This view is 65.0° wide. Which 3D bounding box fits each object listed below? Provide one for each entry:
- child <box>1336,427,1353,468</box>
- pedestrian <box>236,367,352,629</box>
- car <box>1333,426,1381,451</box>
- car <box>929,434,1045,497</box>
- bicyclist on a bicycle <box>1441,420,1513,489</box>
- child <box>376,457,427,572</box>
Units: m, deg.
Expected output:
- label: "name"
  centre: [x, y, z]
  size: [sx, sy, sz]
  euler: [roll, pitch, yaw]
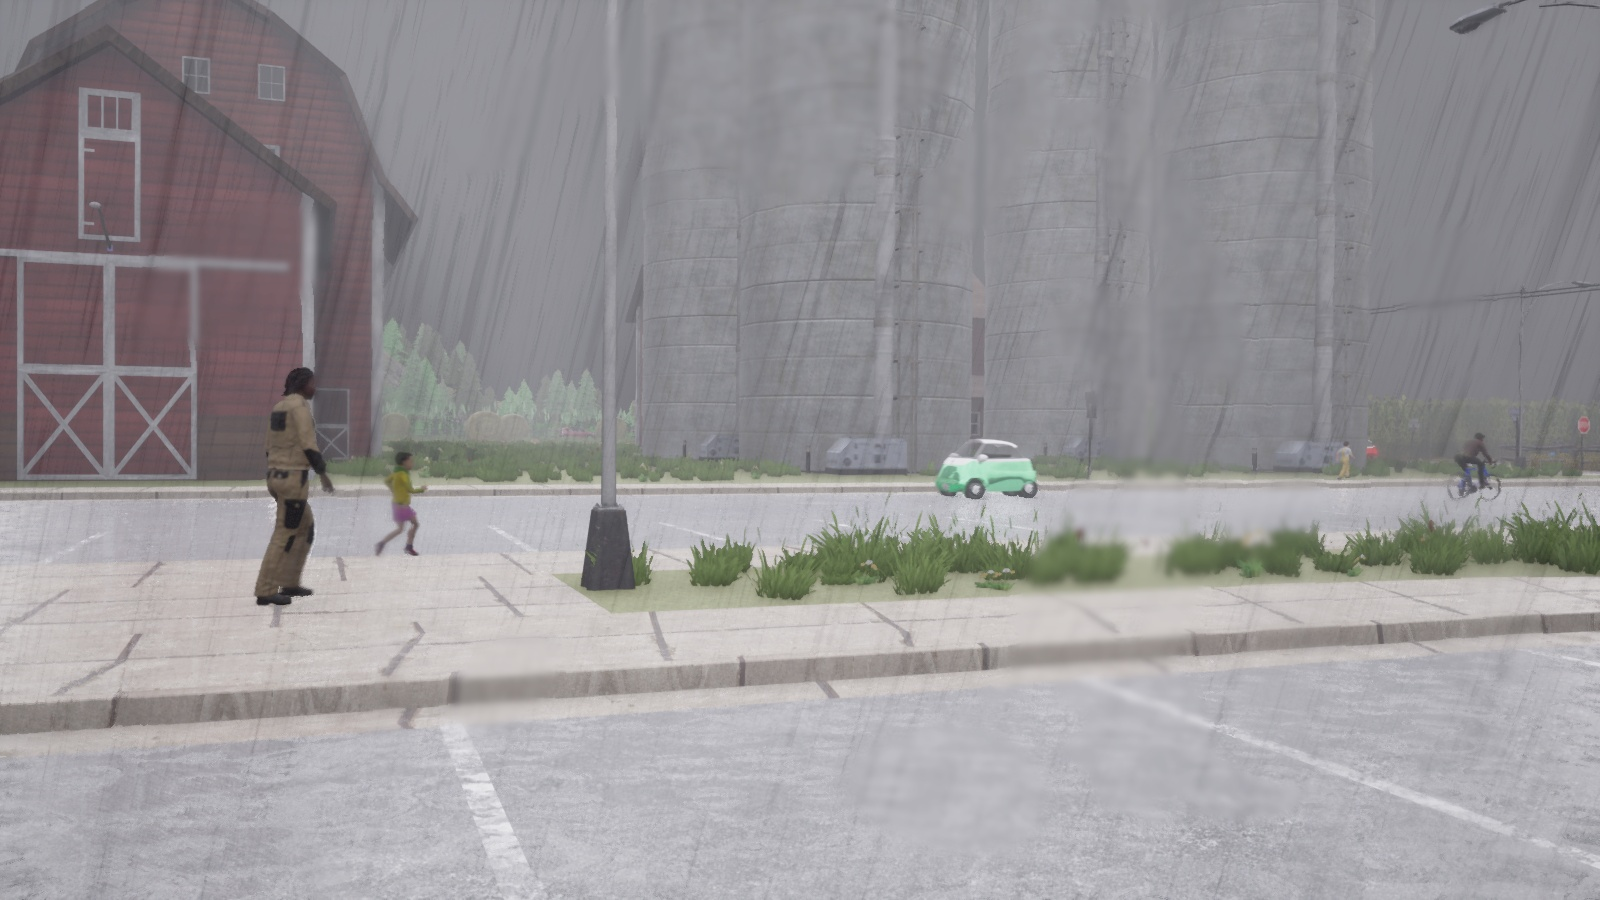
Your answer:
- label: "child"
  centre: [17.024, -0.089, 39.262]
  size: [0.437, 1.263, 0.270]
  euler: [-1, 1, -20]
- label: "pedestrian"
  centre: [-3.880, 0.345, 9.636]
  size: [0.396, 1.930, 0.692]
  euler: [0, 1, 44]
- label: "car"
  centre: [31.828, -0.659, 71.786]
  size: [2.207, 1.376, 1.481]
  euler: [0, 2, 9]
- label: "car"
  centre: [4.316, 0.333, 29.068]
  size: [2.207, 1.376, 1.481]
  euler: [-1, 1, -21]
- label: "bicyclist on a bicycle"
  centre: [16.148, 0.089, 29.945]
  size: [1.656, 1.620, 0.582]
  euler: [-1, 1, -21]
- label: "child"
  centre: [-4.160, 0.665, 13.121]
  size: [0.473, 1.160, 0.299]
  euler: [-1, 1, -21]
